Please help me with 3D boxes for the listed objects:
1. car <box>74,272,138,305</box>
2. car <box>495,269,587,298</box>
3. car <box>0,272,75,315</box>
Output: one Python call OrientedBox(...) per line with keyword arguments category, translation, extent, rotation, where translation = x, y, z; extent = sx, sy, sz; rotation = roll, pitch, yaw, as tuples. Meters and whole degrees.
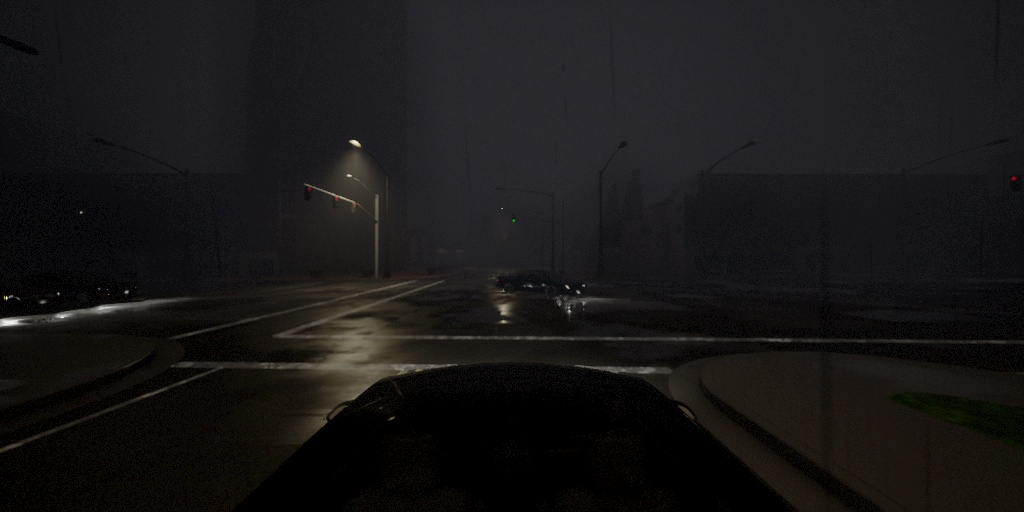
OrientedBox(category="car", translation=(-20.776, 1.497, 17.050), extent=(4.892, 1.490, 1.837), rotation=(-1, 0, 0))
OrientedBox(category="car", translation=(1.387, 1.408, 19.552), extent=(2.033, 1.411, 5.357), rotation=(0, 0, -45))
OrientedBox(category="car", translation=(-20.073, 1.489, 13.556), extent=(4.674, 1.442, 1.812), rotation=(-1, 0, 0))
